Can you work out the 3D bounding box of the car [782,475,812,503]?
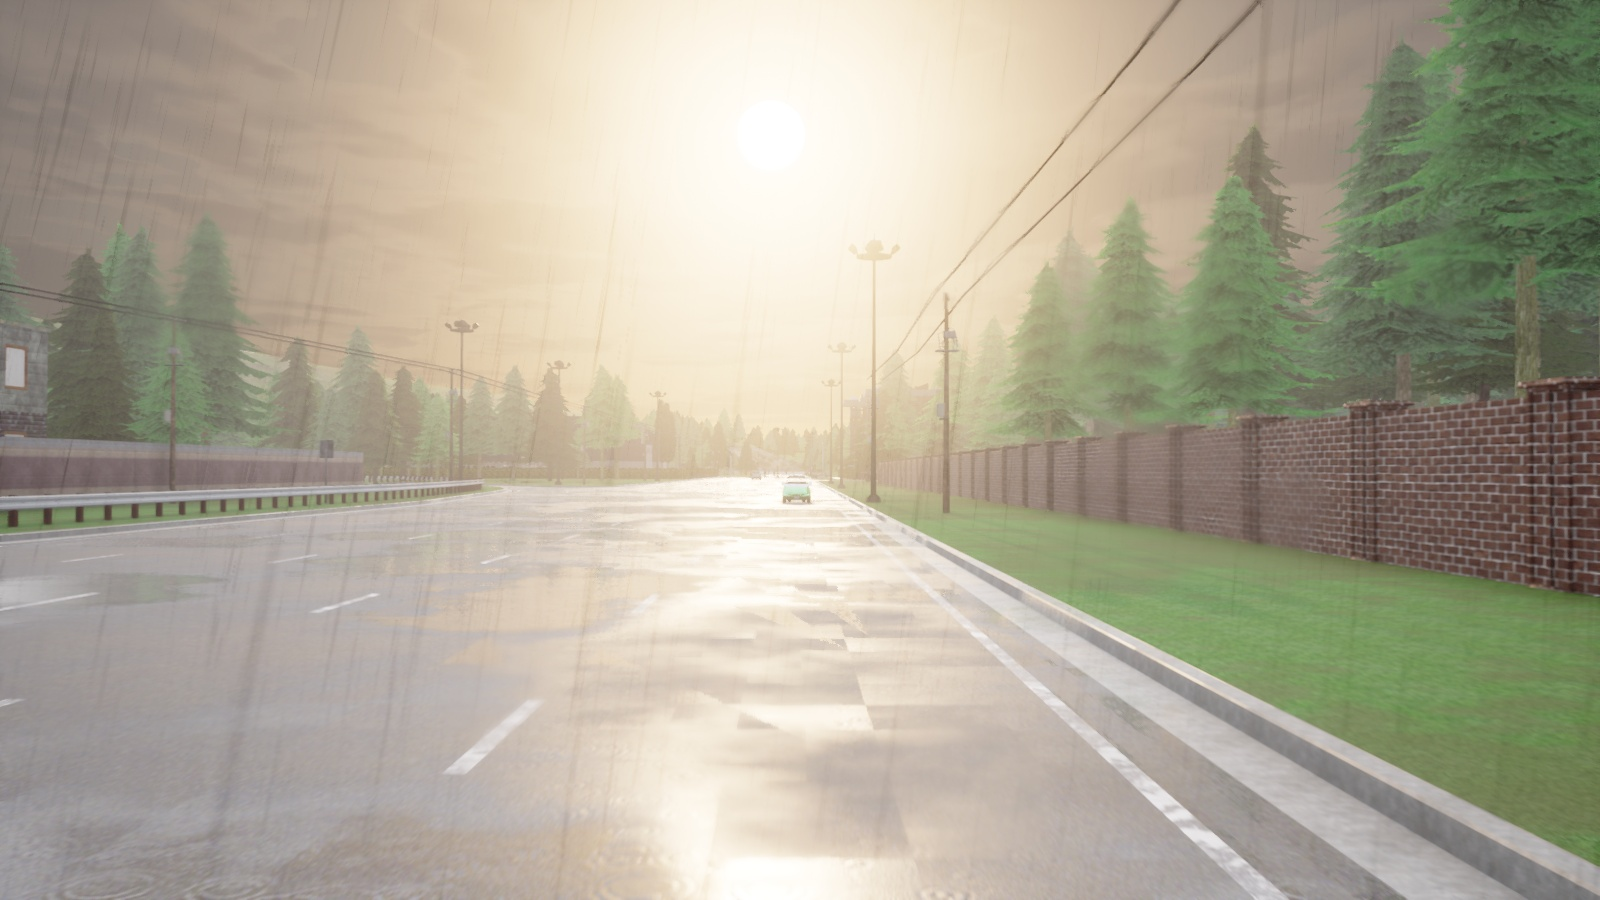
[{"bbox_3d":[-0.149,1.907,61.926,1.481,1.376,2.207,0,-1,0],"label":"car"}]
